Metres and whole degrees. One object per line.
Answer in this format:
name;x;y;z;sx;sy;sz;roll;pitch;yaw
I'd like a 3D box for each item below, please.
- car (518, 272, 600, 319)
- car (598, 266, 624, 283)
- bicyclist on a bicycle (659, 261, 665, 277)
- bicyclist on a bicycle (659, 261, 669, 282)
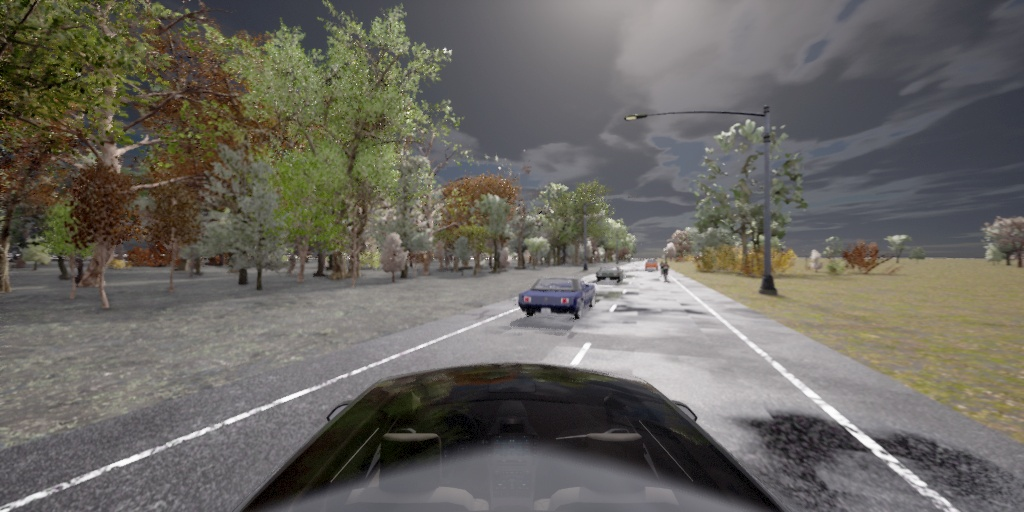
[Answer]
car;1.858;1.416;13.204;1.895;1.301;4.718;0;0;21
car;8.326;1.501;30.252;1.895;1.301;4.718;0;0;21
bicyclist on a bicycle;16.156;1.381;38.578;0.582;1.620;1.656;0;-1;21
bicyclist on a bicycle;12.983;1.338;30.213;0.582;1.620;1.656;0;-1;21
